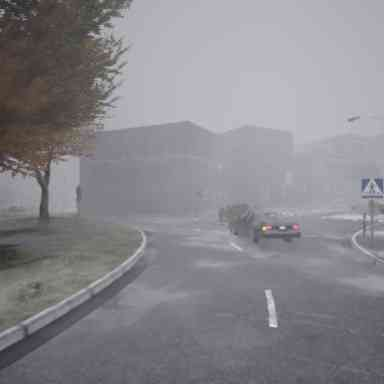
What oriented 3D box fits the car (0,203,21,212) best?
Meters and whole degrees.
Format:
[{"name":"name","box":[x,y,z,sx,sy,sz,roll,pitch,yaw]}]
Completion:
[{"name":"car","box":[-40.844,3.405,73.329,5.566,2.045,2.435,1,-3,-25]}]

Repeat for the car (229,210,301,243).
[{"name":"car","box":[3.311,1.570,16.160,2.033,1.411,5.357,0,-1,-9]}]

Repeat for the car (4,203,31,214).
[{"name":"car","box":[-29.498,3.031,56.395,1.837,1.490,4.892,1,-3,-8]}]

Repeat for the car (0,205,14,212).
[{"name":"car","box":[-40.795,3.519,70.250,5.366,1.575,1.946,1,-3,-25]}]

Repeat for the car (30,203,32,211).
[{"name":"car","box":[-41.337,3.910,79.214,4.792,1.488,2.163,1,-2,-24]}]

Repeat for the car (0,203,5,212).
[{"name":"car","box":[-40.088,2.995,64.453,5.566,2.045,2.435,2,-3,-25]}]

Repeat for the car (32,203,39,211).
[{"name":"car","box":[-41.538,3.728,82.189,5.566,2.045,2.435,1,-2,-24]}]

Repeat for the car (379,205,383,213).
[{"name":"car","box":[17.788,1.193,27.697,4.718,1.301,1.895,-4,0,-31]}]

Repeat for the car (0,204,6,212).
[{"name":"car","box":[-40.404,3.263,67.373,4.553,1.767,2.185,1,-3,-25]}]

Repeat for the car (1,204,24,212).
[{"name":"car","box":[-41.068,3.648,76.283,4.553,1.767,2.185,1,-2,-24]}]
